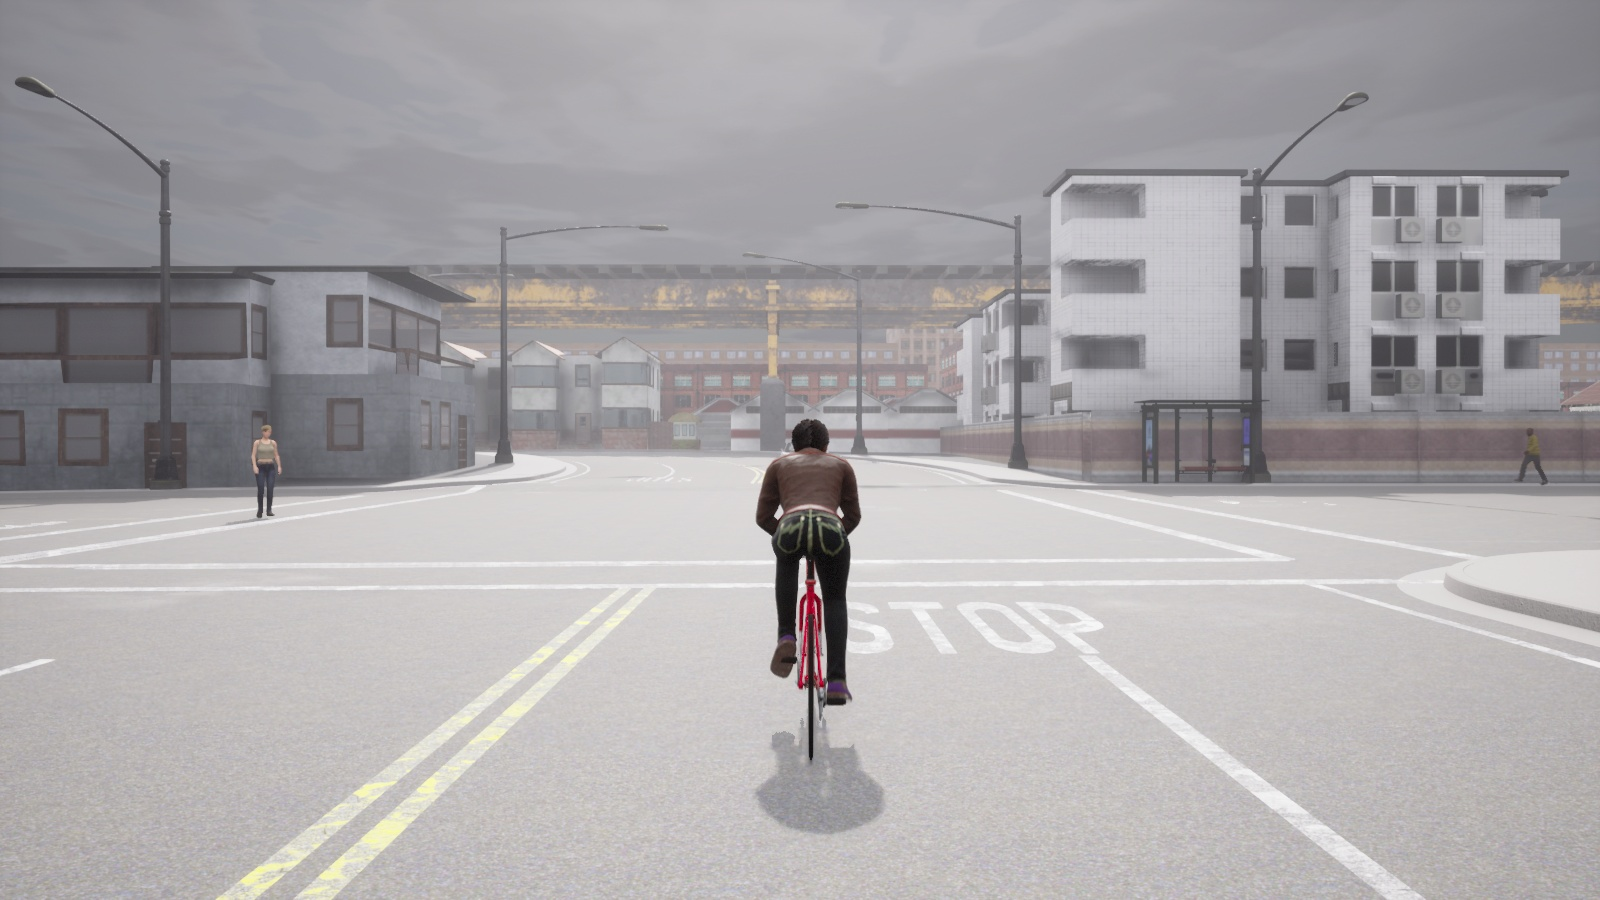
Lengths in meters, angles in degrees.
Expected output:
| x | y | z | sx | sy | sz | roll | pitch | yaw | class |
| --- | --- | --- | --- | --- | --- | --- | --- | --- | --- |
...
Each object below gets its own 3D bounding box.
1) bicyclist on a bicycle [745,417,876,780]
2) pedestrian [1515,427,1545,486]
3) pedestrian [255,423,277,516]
| x | y | z | sx | sy | sz | roll | pitch | yaw | class |
| --- | --- | --- | --- | --- | --- | --- | --- | --- | --- |
| 0.052 | 0.663 | 6.433 | 0.582 | 1.620 | 1.656 | 0 | 0 | 0 | bicyclist on a bicycle |
| 22.784 | 0.198 | 39.193 | 0.726 | 1.835 | 0.370 | 0 | 0 | 2 | pedestrian |
| -10.641 | 0.381 | 25.021 | 0.345 | 1.836 | 0.594 | 0 | 0 | -30 | pedestrian |
